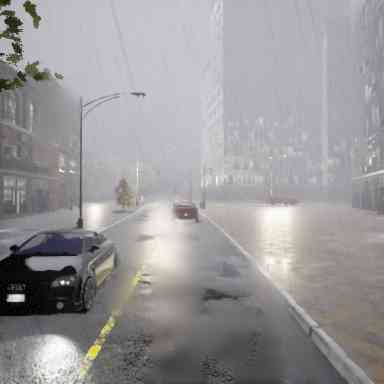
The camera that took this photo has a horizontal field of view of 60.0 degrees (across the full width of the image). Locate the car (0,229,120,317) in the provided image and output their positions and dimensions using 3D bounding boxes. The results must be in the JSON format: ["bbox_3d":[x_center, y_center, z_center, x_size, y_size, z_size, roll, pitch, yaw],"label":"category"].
[{"bbox_3d":[-2.922,1.565,7.478,1.994,1.385,4.181,0,0,-1],"label":"car"}]

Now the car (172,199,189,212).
[{"bbox_3d":[-1.490,1.606,40.679,1.895,1.301,4.718,0,0,-4],"label":"car"}]

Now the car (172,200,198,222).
[{"bbox_3d":[-0.553,1.482,26.081,1.882,1.535,5.008,0,0,-3],"label":"car"}]

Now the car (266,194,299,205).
[{"bbox_3d":[13.957,1.201,51.535,5.009,1.841,2.192,0,-1,15],"label":"car"}]
